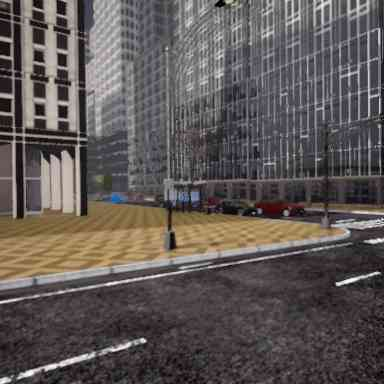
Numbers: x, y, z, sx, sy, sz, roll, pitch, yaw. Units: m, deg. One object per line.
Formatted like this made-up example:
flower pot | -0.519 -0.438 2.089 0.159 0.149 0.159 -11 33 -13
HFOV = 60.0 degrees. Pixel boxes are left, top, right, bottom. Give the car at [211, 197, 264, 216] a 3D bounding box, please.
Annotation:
car | 4.100 1.436 30.409 1.947 1.339 4.313 0 1 -34

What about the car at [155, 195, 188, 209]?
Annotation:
car | -2.250 1.331 39.839 1.947 1.339 4.313 0 1 -34

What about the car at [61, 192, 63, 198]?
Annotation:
car | -31.060 0.723 82.102 1.967 1.590 4.097 0 1 -34

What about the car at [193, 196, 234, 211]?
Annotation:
car | 2.360 1.241 37.762 1.882 1.535 5.008 -1 1 -34

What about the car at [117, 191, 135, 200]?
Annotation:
car | -14.522 0.629 72.748 2.192 1.841 5.009 0 1 -34

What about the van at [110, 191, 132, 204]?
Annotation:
van | -11.823 0.948 53.944 1.690 1.788 3.998 0 1 -34

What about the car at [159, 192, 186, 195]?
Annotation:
car | -3.315 1.024 46.053 2.097 1.767 4.553 -1 1 -35

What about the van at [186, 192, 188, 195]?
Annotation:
van | -1.698 0.870 53.976 1.690 1.788 3.998 0 1 -34

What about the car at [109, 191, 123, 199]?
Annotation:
car | -17.728 0.700 77.442 1.967 1.590 4.097 0 1 -34

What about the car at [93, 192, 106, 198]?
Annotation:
car | -24.140 0.702 86.829 2.008 1.369 4.403 0 1 -34

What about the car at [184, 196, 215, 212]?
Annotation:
car | 0.908 1.400 35.114 1.802 1.307 4.206 0 1 -34

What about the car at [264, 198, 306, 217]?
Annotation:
car | 7.781 1.328 29.826 1.882 1.535 5.008 -1 1 -34

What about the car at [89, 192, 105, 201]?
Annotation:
car | -18.236 1.050 63.332 2.008 1.369 4.403 0 1 -34

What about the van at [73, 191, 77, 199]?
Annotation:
van | -27.854 0.678 77.409 1.690 1.788 3.998 0 1 -34

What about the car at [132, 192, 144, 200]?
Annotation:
car | -11.316 0.950 68.059 1.802 1.307 4.206 0 1 -34

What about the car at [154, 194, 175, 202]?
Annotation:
car | -4.903 1.058 58.672 1.802 1.307 4.206 0 1 -34
